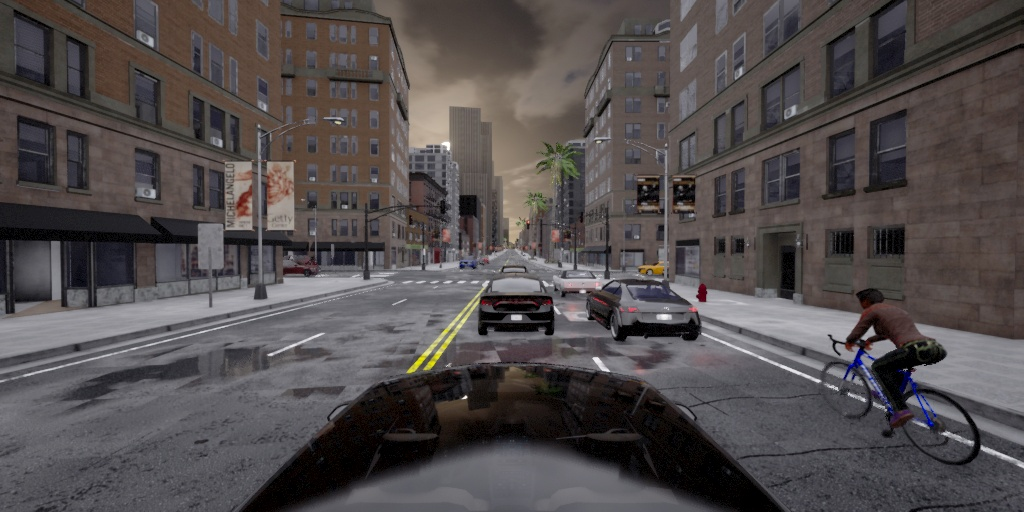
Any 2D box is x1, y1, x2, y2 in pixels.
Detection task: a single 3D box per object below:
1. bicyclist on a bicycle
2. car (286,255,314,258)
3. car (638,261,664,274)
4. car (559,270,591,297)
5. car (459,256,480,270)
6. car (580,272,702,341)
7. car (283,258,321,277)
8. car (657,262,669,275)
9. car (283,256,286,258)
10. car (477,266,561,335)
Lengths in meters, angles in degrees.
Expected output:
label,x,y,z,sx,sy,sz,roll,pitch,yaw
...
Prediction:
label,x,y,z,sx,sy,sz,roll,pitch,yaw
bicyclist on a bicycle,4.147,1.202,3.995,0.582,1.620,1.656,0,0,0
car,-23.865,0.831,38.812,5.009,1.841,2.192,0,0,-9
car,16.354,1.335,39.229,5.008,1.535,1.882,0,1,0
car,3.263,1.346,18.703,1.895,1.301,4.718,0,0,0
car,-6.543,0.959,53.484,2.150,2.045,5.566,0,0,0
car,3.344,1.312,9.889,1.994,1.385,4.181,0,0,0
car,-20.428,1.144,33.486,4.674,1.442,1.812,0,1,-9
car,16.233,1.508,33.286,4.313,1.339,1.948,0,0,0
car,-25.819,0.886,35.912,4.553,1.767,2.097,0,1,-9
car,0.106,1.225,10.494,1.882,1.535,5.008,0,0,0
